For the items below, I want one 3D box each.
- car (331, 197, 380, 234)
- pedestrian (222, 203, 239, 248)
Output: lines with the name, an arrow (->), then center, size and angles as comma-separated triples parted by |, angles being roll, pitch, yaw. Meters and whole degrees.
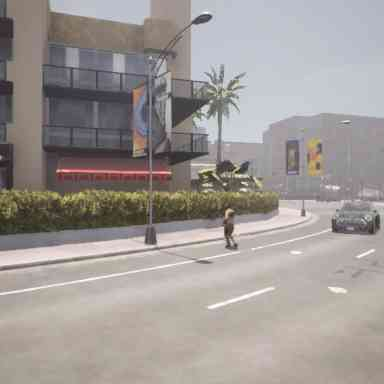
car -> 9.629, 1.352, 19.399 | 2.097, 1.767, 4.553 | 0, 0, 34
pedestrian -> 1.484, 1.294, 13.208 | 0.375, 1.860, 0.375 | 0, 0, -45
